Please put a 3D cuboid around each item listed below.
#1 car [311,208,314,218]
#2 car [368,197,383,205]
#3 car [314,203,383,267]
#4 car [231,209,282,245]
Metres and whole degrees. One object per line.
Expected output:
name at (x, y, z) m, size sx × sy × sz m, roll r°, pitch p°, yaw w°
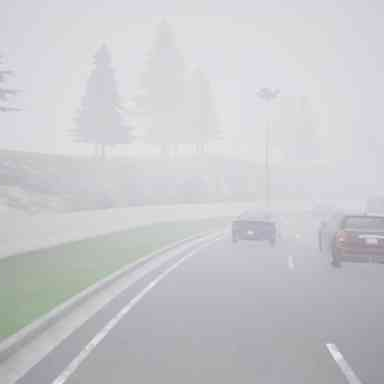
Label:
car at (13.090, 1.778, 32.031) m, size 1.994 × 1.385 × 4.181 m, roll 0°, pitch 0°, yaw 42°
car at (19.265, 1.491, 33.004) m, size 5.566 × 2.045 × 2.150 m, roll 1°, pitch 0°, yaw -42°
car at (5.695, 1.438, 11.553) m, size 2.097 × 1.767 × 4.553 m, roll 1°, pitch 0°, yaw 15°
car at (3.272, 1.558, 16.241) m, size 1.882 × 1.535 × 5.008 m, roll 0°, pitch 0°, yaw 20°
